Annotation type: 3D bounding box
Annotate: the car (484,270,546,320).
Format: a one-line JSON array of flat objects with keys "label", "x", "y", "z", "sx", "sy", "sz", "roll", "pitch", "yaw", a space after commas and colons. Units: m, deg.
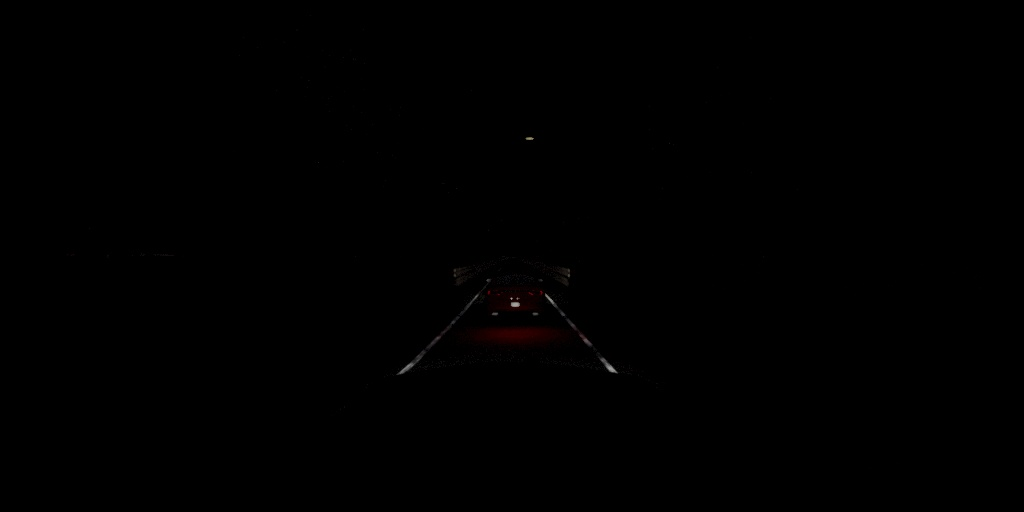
[{"label": "car", "x": 0.095, "y": 1.230, "z": 12.679, "sx": 1.882, "sy": 1.535, "sz": 5.008, "roll": 0, "pitch": 0, "yaw": 0}]
